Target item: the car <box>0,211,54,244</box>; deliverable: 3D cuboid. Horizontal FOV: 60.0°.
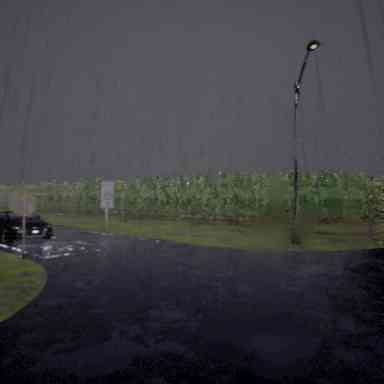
[{"bbox_3d":[-8.538,1.617,16.336,4.181,1.385,1.994,0,-1,42],"label":"car"}]
